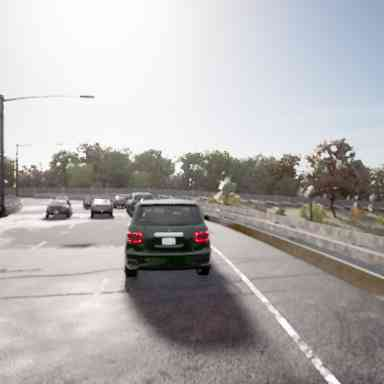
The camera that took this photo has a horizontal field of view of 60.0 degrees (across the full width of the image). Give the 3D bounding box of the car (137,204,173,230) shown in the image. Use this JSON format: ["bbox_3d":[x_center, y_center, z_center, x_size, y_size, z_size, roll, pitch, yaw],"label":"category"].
[{"bbox_3d":[-2.507,1.521,21.352,1.895,1.301,4.718,0,0,-12],"label":"car"}]

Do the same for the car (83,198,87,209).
[{"bbox_3d":[-13.152,1.442,43.448,1.895,1.301,4.718,0,0,-24],"label":"car"}]

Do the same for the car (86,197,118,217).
[{"bbox_3d":[-8.117,1.382,29.864,2.128,1.511,4.902,0,0,-16],"label":"car"}]

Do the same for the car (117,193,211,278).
[{"bbox_3d":[-0.767,1.185,10.178,2.150,2.045,5.566,0,0,-5],"label":"car"}]

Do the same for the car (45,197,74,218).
[{"bbox_3d":[-11.434,1.422,28.768,1.812,1.442,4.674,0,0,-15],"label":"car"}]

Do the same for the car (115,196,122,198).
[{"bbox_3d":[-9.830,1.325,44.582,2.128,1.511,4.902,0,0,-24],"label":"car"}]
